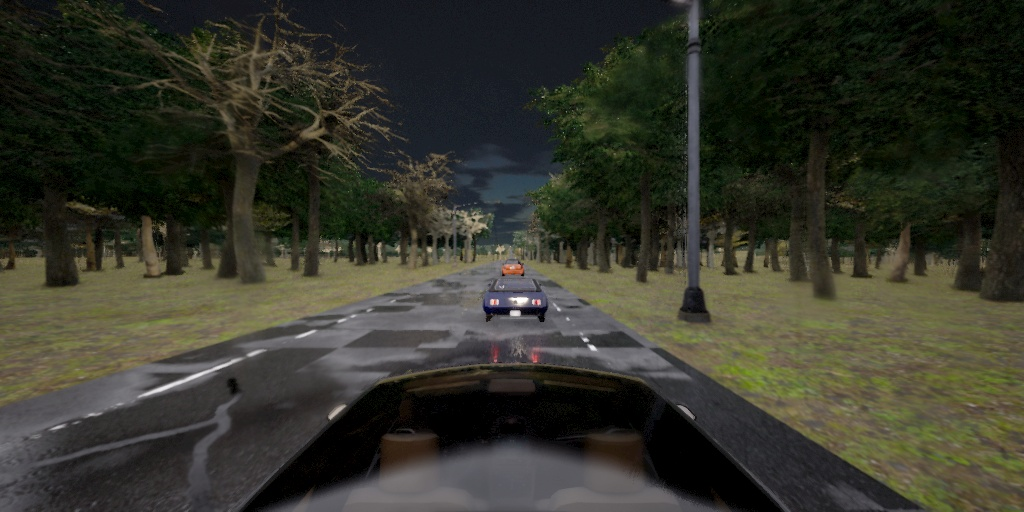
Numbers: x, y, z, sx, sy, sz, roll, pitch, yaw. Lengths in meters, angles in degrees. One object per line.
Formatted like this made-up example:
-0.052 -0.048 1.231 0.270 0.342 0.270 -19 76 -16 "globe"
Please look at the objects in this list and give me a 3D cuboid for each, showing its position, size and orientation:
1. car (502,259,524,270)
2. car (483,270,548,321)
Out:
0.099 1.091 34.695 2.097 1.767 4.553 0 0 0 "car"
0.100 1.349 12.435 1.895 1.301 4.718 0 0 0 "car"
